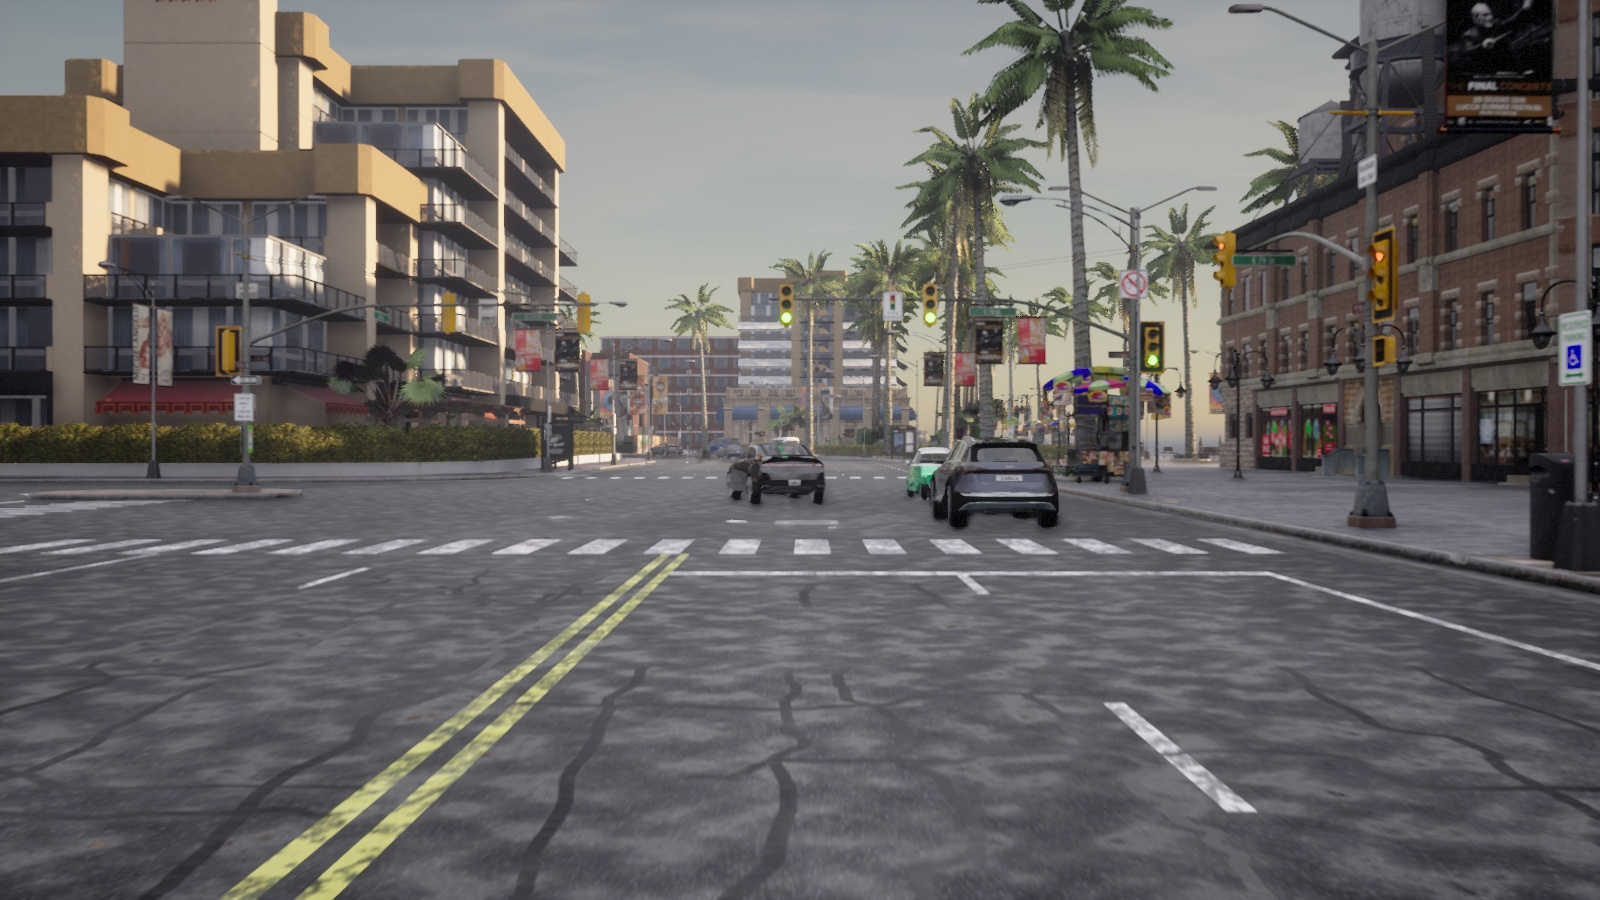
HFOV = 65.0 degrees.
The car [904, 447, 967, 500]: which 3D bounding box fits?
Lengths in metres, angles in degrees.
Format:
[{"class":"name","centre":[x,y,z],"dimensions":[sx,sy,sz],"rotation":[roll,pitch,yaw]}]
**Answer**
[{"class":"car","centre":[3.657,0.611,34.214],"dimensions":[1.481,1.376,2.207],"rotation":[0,1,0]}]

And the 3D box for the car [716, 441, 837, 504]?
[{"class":"car","centre":[-0.703,0.519,32.402],"dimensions":[2.128,1.511,4.902],"rotation":[0,0,-13]}]

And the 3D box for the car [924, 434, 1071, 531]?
[{"class":"car","centre":[3.614,0.545,23.860],"dimensions":[2.033,1.649,4.856],"rotation":[0,0,0]}]
